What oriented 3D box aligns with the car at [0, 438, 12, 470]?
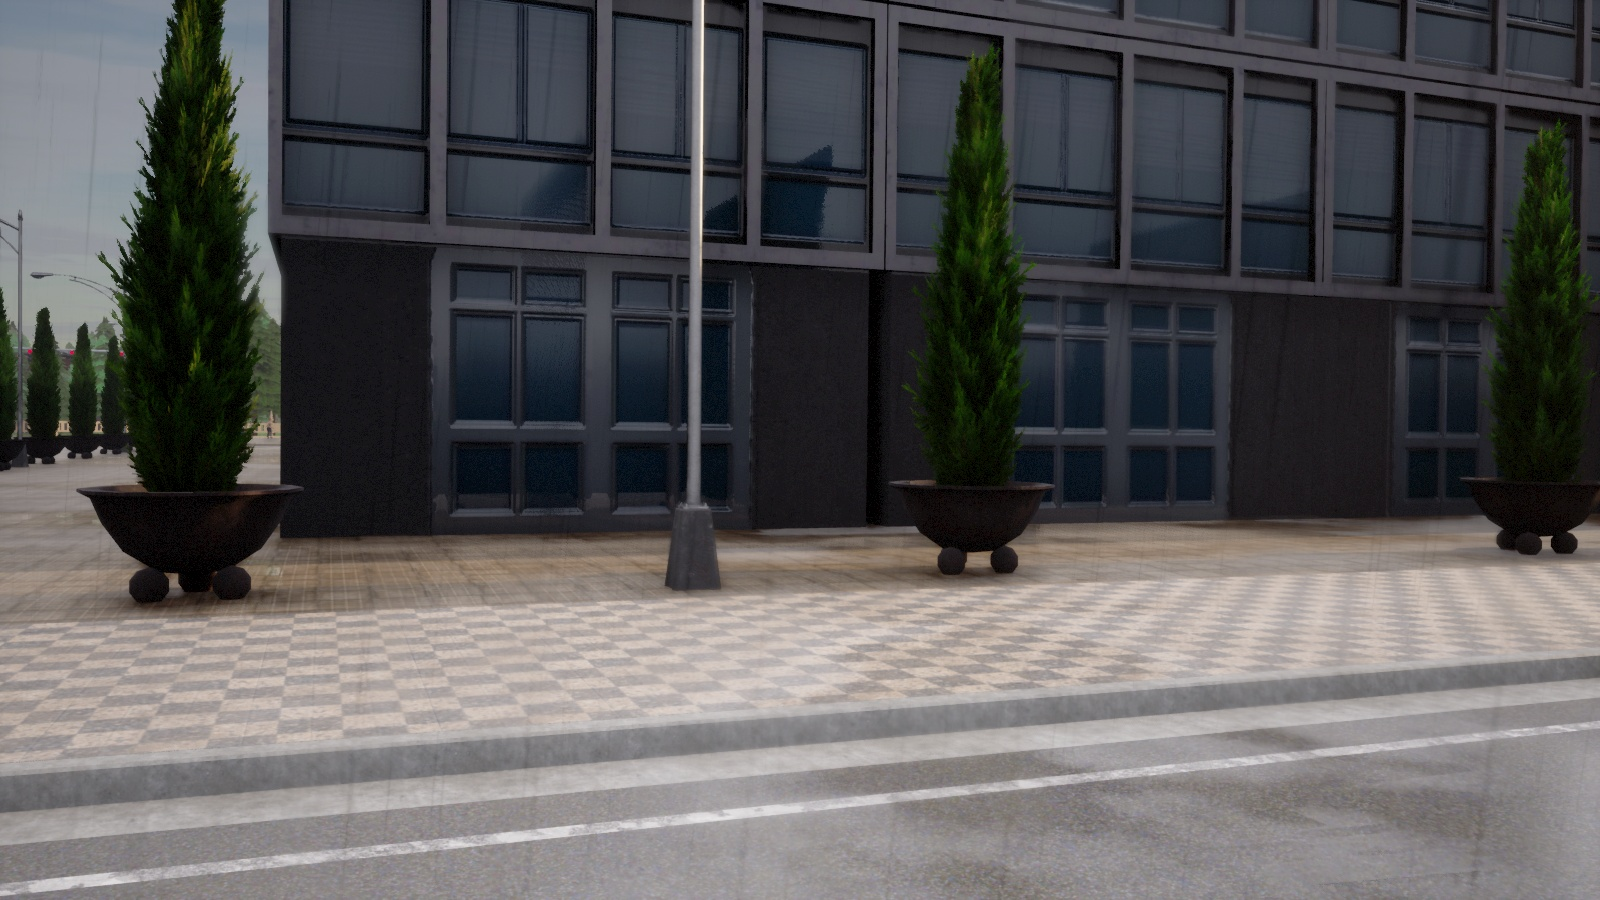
[{"bbox_3d":[-38.497,0.209,58.691,1.837,1.490,4.892,-1,1,-20],"label":"car"}]
